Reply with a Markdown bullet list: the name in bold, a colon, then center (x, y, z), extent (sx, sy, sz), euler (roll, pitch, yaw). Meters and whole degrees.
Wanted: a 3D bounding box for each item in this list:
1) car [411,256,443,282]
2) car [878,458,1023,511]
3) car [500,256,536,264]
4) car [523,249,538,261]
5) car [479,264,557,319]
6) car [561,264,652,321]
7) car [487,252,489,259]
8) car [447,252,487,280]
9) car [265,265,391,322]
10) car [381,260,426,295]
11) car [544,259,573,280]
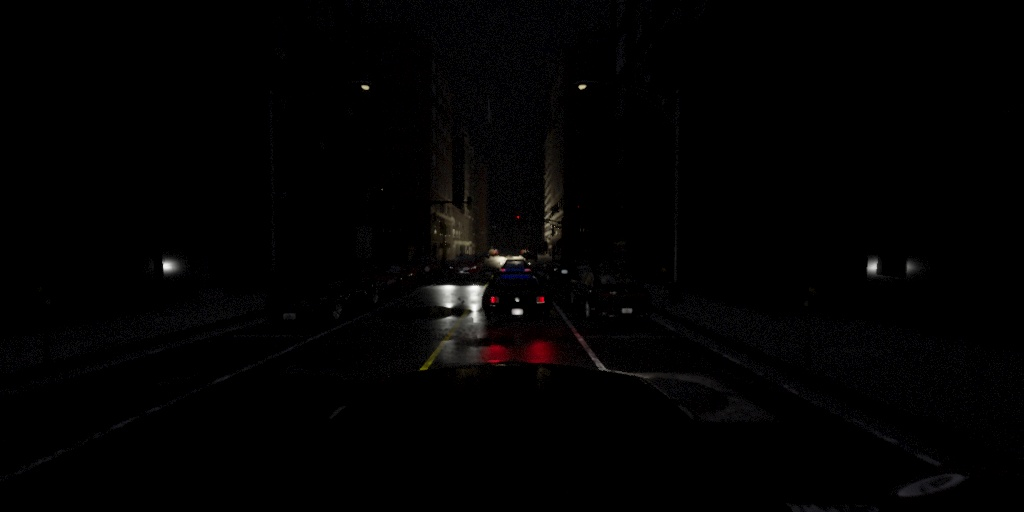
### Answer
- **car**: center (-5.562, 0.729, 22.253), extent (1.967, 1.591, 4.097), euler (0, 0, 0)
- **car**: center (2.848, 1.225, 0.208), extent (1.967, 1.591, 4.097), euler (0, 0, 0)
- **car**: center (0.201, 0.872, 21.581), extent (1.994, 1.385, 4.181), euler (0, 1, 1)
- **car**: center (3.194, -0.054, 59.288), extent (1.967, 1.591, 4.097), euler (0, 0, 0)
- **car**: center (0.149, 1.130, 11.627), extent (1.895, 1.301, 4.718), euler (0, 1, 0)
- **car**: center (2.906, 1.090, 11.208), extent (2.007, 1.370, 4.403), euler (0, 0, 0)
- **car**: center (-5.331, 0.082, 59.346), extent (1.802, 1.307, 4.207), euler (0, 0, 0)
- **car**: center (-2.889, 0.605, 22.992), extent (1.812, 1.442, 4.674), euler (0, 1, 0)
- **car**: center (-5.619, 1.099, 11.253), extent (1.948, 1.339, 4.313), euler (0, 0, 0)
- **car**: center (-5.591, 0.993, 16.753), extent (1.802, 1.307, 4.207), euler (0, 0, 0)
- **car**: center (2.964, 0.862, 22.208), extent (1.948, 1.339, 4.313), euler (0, 0, 0)
